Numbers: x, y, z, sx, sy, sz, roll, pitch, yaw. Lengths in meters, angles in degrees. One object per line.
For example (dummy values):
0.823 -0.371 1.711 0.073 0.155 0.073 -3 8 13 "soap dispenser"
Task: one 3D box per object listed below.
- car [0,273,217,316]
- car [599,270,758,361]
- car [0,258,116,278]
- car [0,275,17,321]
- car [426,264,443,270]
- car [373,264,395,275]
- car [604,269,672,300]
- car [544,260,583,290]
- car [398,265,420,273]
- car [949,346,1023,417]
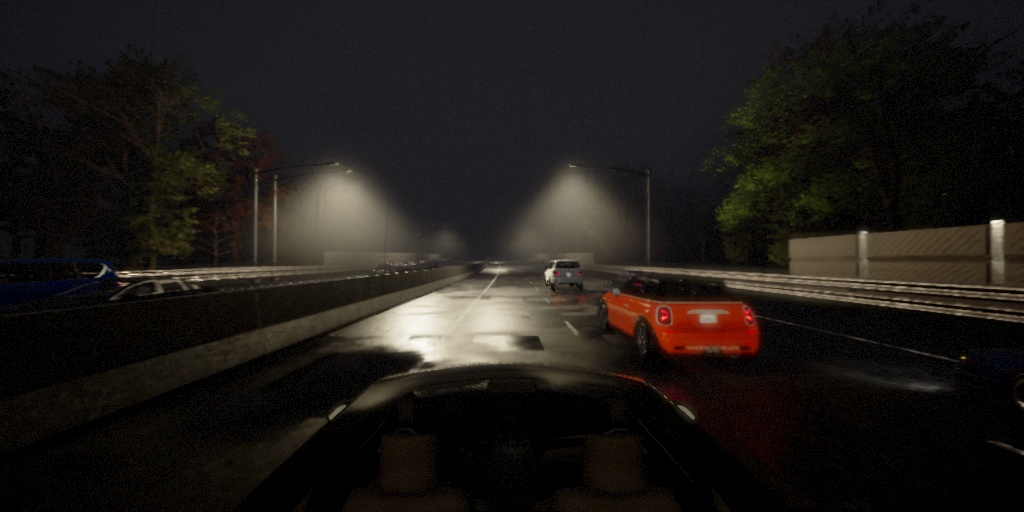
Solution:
-10.600 1.345 9.795 2.128 1.511 4.902 0 -1 0 "car"
3.599 1.193 8.696 2.097 1.767 4.553 0 -1 0 "car"
-14.102 1.073 9.726 2.150 2.045 5.566 0 -1 0 "car"
-17.600 1.355 9.633 1.837 1.490 4.892 0 -1 0 "car"
-10.793 1.838 50.234 1.837 1.490 4.892 0 0 -1 "car"
-17.787 1.835 50.050 1.837 1.490 4.892 0 0 -1 "car"
7.097 1.548 20.924 2.033 1.411 5.357 0 -1 0 "car"
3.592 1.279 25.465 2.150 2.045 5.566 0 -1 0 "car"
-14.280 1.930 49.856 1.895 1.301 4.718 0 0 0 "car"
7.094 1.309 2.521 2.033 1.411 5.357 0 -1 0 "car"
